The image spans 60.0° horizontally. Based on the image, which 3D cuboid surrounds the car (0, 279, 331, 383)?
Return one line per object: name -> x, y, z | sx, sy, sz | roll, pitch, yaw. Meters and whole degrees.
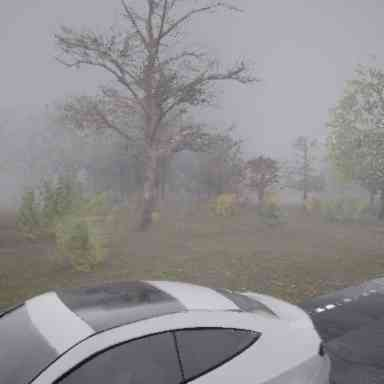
car -> -0.834, 1.528, 2.476 | 4.674, 1.442, 1.812 | 0, 0, -35
